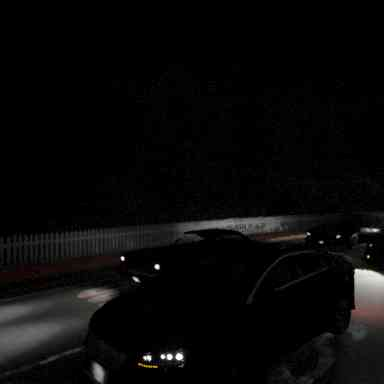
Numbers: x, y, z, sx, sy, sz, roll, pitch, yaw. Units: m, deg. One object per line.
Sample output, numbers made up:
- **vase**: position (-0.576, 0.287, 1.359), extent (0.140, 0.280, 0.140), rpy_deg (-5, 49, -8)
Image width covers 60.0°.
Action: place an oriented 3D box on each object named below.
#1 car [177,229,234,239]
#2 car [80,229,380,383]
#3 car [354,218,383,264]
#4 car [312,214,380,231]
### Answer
- **car**: position (0.319, 1.756, 9.326), extent (4.718, 1.301, 1.895), rpy_deg (0, -1, -43)
- **car**: position (0.827, 1.564, 5.049), extent (4.902, 1.511, 2.128), rpy_deg (0, -1, -44)
- **car**: position (7.453, 1.679, 11.010), extent (4.181, 1.385, 1.994), rpy_deg (0, -1, -39)
- **car**: position (7.636, 1.745, 15.613), extent (5.357, 1.411, 2.033), rpy_deg (0, -1, -35)
